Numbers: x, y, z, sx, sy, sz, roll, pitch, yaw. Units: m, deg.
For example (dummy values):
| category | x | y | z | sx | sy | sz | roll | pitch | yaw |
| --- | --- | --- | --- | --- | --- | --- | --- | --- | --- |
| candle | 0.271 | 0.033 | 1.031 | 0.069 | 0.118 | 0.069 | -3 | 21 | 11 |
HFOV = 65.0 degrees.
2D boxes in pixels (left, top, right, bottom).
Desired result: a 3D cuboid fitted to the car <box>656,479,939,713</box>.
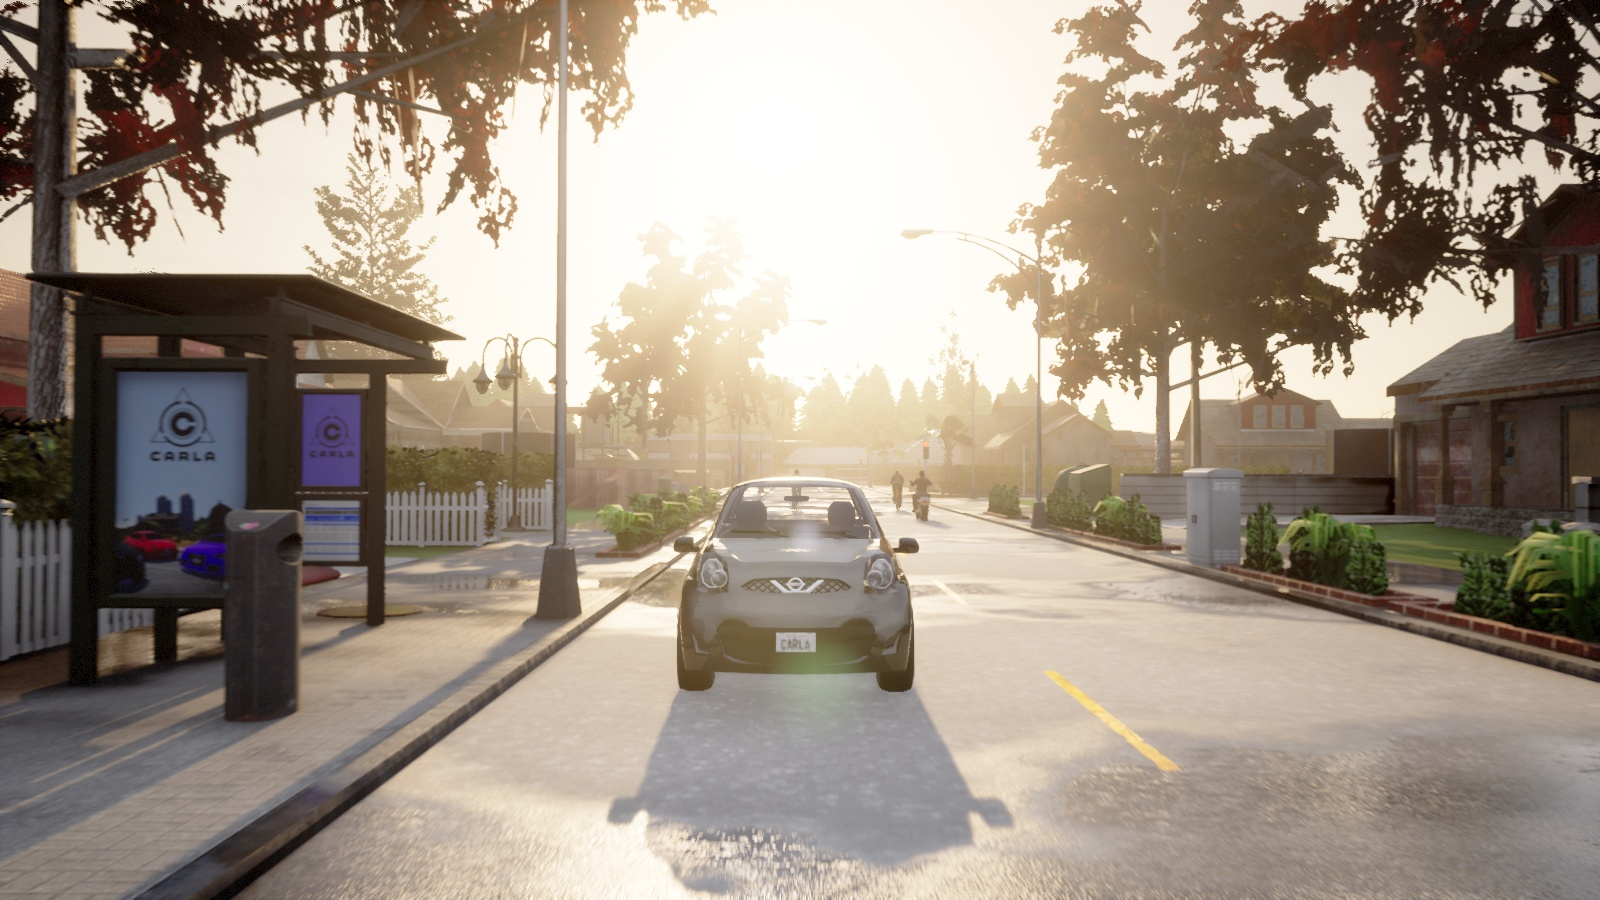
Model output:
| category | x | y | z | sx | sy | sz | roll | pitch | yaw |
| --- | --- | --- | --- | --- | --- | --- | --- | --- | --- |
| car | -0.022 | 0.997 | 10.052 | 1.845 | 1.501 | 3.633 | 0 | -1 | 0 |

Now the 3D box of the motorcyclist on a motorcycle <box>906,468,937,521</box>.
| category | x | y | z | sx | sy | sz | roll | pitch | yaw |
| --- | --- | --- | --- | --- | --- | --- | --- | --- | --- |
| motorcyclist on a motorcycle | 3.911 | 1.428 | 40.554 | 0.766 | 1.649 | 2.350 | 0 | -1 | 0 |
